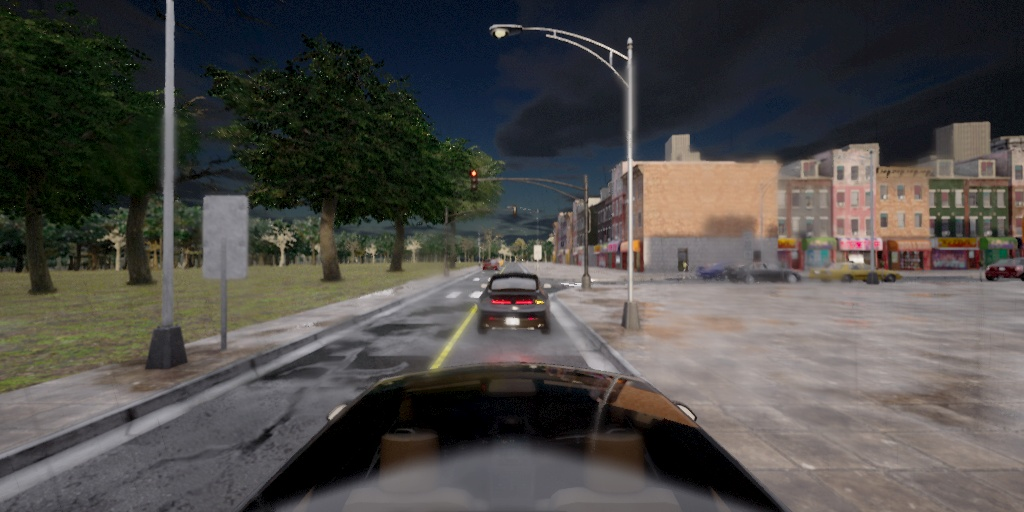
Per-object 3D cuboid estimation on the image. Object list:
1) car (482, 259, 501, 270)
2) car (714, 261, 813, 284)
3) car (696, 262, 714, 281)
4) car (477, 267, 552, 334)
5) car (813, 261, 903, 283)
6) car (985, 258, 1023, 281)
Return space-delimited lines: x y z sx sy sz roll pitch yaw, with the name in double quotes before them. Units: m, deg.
"car" -2.738 1.135 46.197 1.882 1.535 5.008 0 0 0
"car" 15.528 1.049 22.316 4.403 1.370 2.007 0 0 0
"car" 15.311 1.051 24.924 4.674 1.442 1.812 0 -1 0
"car" 0.103 1.223 10.478 1.837 1.490 4.892 0 0 2
"car" 21.372 0.979 22.341 4.829 1.417 1.751 0 0 0
"car" 32.550 0.808 22.388 4.097 1.591 1.967 0 0 0
